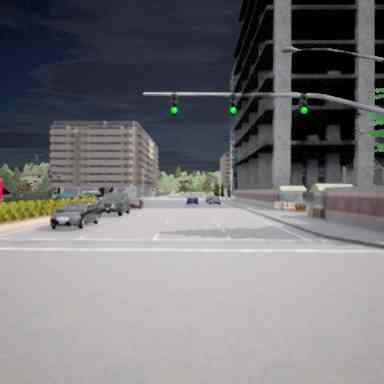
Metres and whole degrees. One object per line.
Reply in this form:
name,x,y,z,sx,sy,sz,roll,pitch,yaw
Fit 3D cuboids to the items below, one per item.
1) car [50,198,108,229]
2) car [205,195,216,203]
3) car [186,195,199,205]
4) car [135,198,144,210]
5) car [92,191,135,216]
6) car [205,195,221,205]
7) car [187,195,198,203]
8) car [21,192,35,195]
car,-7.073,1.380,20.592,2.128,1.511,4.902,0,0,0
car,3.587,1.315,64.114,1.812,1.442,4.674,0,0,0
car,0.088,1.290,53.380,1.882,1.535,5.008,0,0,0
car,-7.017,1.396,40.551,1.994,1.385,4.181,0,0,0
car,-7.054,1.082,30.492,2.150,2.045,5.566,0,0,0
car,3.591,1.367,53.724,2.033,1.411,5.357,0,0,0
car,0.087,1.346,63.774,1.994,1.385,4.181,0,0,0
car,-28.704,0.942,57.165,4.605,1.855,1.932,0,0,0
